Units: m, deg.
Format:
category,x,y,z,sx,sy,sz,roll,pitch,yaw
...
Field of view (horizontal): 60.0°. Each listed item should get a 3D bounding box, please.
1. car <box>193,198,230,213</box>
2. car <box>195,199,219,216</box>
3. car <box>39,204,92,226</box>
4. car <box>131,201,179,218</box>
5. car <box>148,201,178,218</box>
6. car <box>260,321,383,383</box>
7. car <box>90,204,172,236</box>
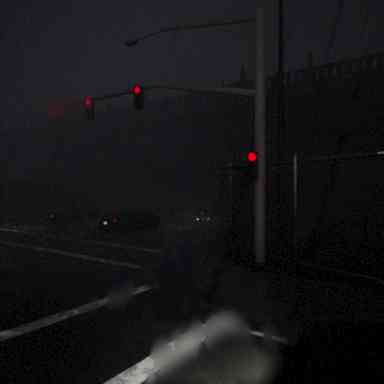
category,x,y,z,sx,sy,sz,roll,pitch,yaw
car,2.357,1.561,39.798,2.128,1.511,4.902,0,0,35
car,2.527,1.615,33.997,2.033,1.411,5.357,0,0,35
car,-8.709,1.595,24.258,1.812,1.442,4.674,0,0,37
car,-3.421,1.596,31.659,1.812,1.442,4.674,0,0,36
car,-3.306,1.615,25.785,2.033,1.411,5.357,0,0,35
car,3.041,1.546,1.799,5.357,1.411,2.033,0,0,36
car,-3.434,1.629,19.306,1.994,1.385,4.181,0,0,36
